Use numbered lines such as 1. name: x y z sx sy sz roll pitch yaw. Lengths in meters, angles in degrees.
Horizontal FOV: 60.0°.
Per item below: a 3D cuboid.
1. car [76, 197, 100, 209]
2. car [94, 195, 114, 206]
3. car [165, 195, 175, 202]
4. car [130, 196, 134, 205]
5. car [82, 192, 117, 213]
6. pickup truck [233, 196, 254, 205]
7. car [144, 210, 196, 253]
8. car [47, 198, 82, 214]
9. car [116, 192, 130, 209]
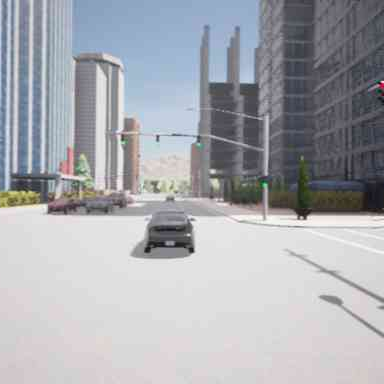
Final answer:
1. car: -13.479 1.387 43.223 1.994 1.385 4.181 1 0 -3
2. car: -14.052 1.302 53.368 2.128 1.511 4.902 1 0 -4
3. car: -4.720 1.428 72.001 1.812 1.442 4.674 1 0 -4
4. car: -10.613 1.374 54.440 1.812 1.442 4.674 1 0 -4
5. car: -9.410 1.226 34.287 2.097 1.767 4.553 1 0 -3
6. pickup truck: 9.285 1.127 58.642 2.390 2.098 6.274 1 0 27
7. car: -0.898 1.486 13.675 1.837 1.490 4.892 1 0 -4
8. car: -12.852 1.314 33.258 1.882 1.535 5.008 1 0 -3
9. car: -10.022 1.083 44.108 2.150 2.045 5.566 1 0 -3
